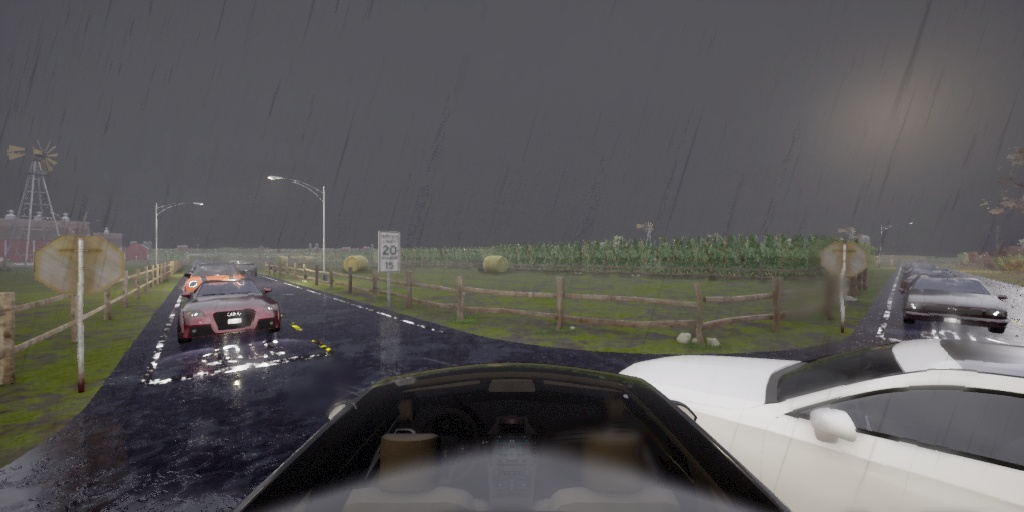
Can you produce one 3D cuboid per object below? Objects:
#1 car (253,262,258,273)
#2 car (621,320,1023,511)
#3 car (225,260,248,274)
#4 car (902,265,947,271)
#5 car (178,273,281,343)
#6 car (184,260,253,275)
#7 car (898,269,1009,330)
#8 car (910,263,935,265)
[{"bbox_3d":[-26.676,1.262,35.811,2.128,1.511,4.902,0,0,-41],"label":"car"},{"bbox_3d":[2.855,1.293,2.254,1.812,1.442,4.674,0,1,-43],"label":"car"},{"bbox_3d":[-33.332,1.278,43.327,1.837,1.490,4.892,0,0,-41],"label":"car"},{"bbox_3d":[21.948,1.365,18.831,4.181,1.385,1.994,0,1,-44],"label":"car"},{"bbox_3d":[-7.858,1.350,9.934,1.994,1.385,4.181,0,0,-42],"label":"car"},{"bbox_3d":[-13.578,1.131,16.467,2.097,1.767,4.553,0,0,-41],"label":"car"},{"bbox_3d":[13.611,1.335,11.232,5.357,1.411,2.033,0,1,-42],"label":"car"},{"bbox_3d":[31.909,1.318,27.857,4.902,1.511,2.128,0,1,-42],"label":"car"}]
